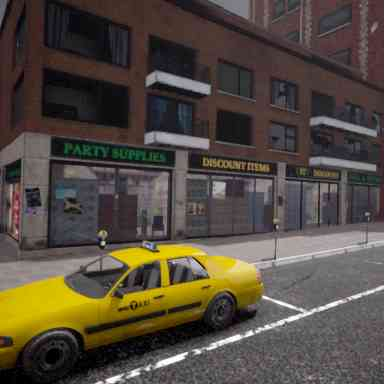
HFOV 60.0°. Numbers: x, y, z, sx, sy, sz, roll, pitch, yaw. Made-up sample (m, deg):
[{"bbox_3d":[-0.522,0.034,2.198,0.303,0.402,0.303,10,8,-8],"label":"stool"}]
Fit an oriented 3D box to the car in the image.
[{"bbox_3d":[-0.936,1.527,5.404,4.829,1.417,1.752,0,2,-35],"label":"car"}]
